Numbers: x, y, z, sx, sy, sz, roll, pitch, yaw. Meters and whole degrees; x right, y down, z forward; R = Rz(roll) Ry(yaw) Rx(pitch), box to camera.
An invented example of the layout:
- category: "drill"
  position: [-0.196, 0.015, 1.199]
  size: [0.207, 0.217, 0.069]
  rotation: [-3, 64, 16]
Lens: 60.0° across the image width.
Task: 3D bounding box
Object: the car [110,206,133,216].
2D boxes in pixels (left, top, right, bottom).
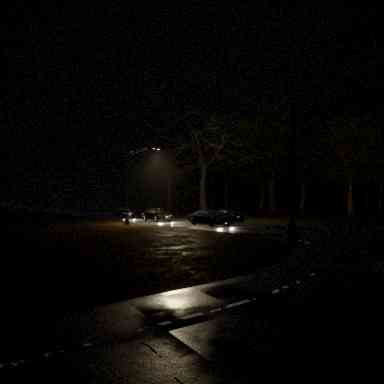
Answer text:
- category: "car"
  position: [-12.131, 3.236, 56.946]
  size: [2.128, 1.511, 4.902]
  rotation: [1, -2, -33]

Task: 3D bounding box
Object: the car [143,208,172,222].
- category: "car"
  position: [-4.029, 2.579, 38.028]
  size: [1.837, 1.490, 4.892]
  rotation: [1, -2, -33]

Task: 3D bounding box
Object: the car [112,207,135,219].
- category: "car"
  position: [-9.615, 2.896, 46.562]
  size: [2.128, 1.511, 4.902]
  rotation: [1, -2, -33]

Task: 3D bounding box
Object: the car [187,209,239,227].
- category: "car"
  position: [1.478, 2.282, 29.669]
  size: [2.033, 1.411, 5.357]
  rotation: [0, -2, -30]

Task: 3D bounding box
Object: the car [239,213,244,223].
- category: "car"
  position: [3.340, 2.406, 33.532]
  size: [1.994, 1.385, 4.181]
  rotation: [1, -2, -33]
